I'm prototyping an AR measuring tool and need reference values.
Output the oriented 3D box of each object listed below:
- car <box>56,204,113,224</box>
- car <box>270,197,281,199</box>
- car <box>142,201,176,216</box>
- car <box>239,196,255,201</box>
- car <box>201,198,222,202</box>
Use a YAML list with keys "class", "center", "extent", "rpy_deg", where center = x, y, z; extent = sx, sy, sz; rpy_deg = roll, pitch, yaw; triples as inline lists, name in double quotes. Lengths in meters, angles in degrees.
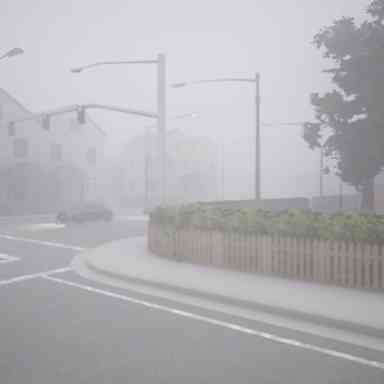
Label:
- class: "car"
  center: [-7.921, 1.573, 24.808]
  extent: [1.994, 1.385, 4.181]
  rpy_deg: [0, 0, 35]
- class: "car"
  center: [12.053, 1.500, 47.151]
  extent: [2.128, 1.511, 4.902]
  rpy_deg: [0, 0, 35]
- class: "car"
  center: [-2.905, 1.574, 32.064]
  extent: [1.994, 1.385, 4.181]
  rpy_deg: [0, 0, 34]
- class: "car"
  center: [7.920, 1.362, 47.619]
  extent: [2.097, 1.767, 4.553]
  rpy_deg: [0, 0, 35]
- class: "car"
  center: [2.249, 1.488, 39.477]
  extent: [1.882, 1.535, 5.008]
  rpy_deg: [0, 0, 35]
